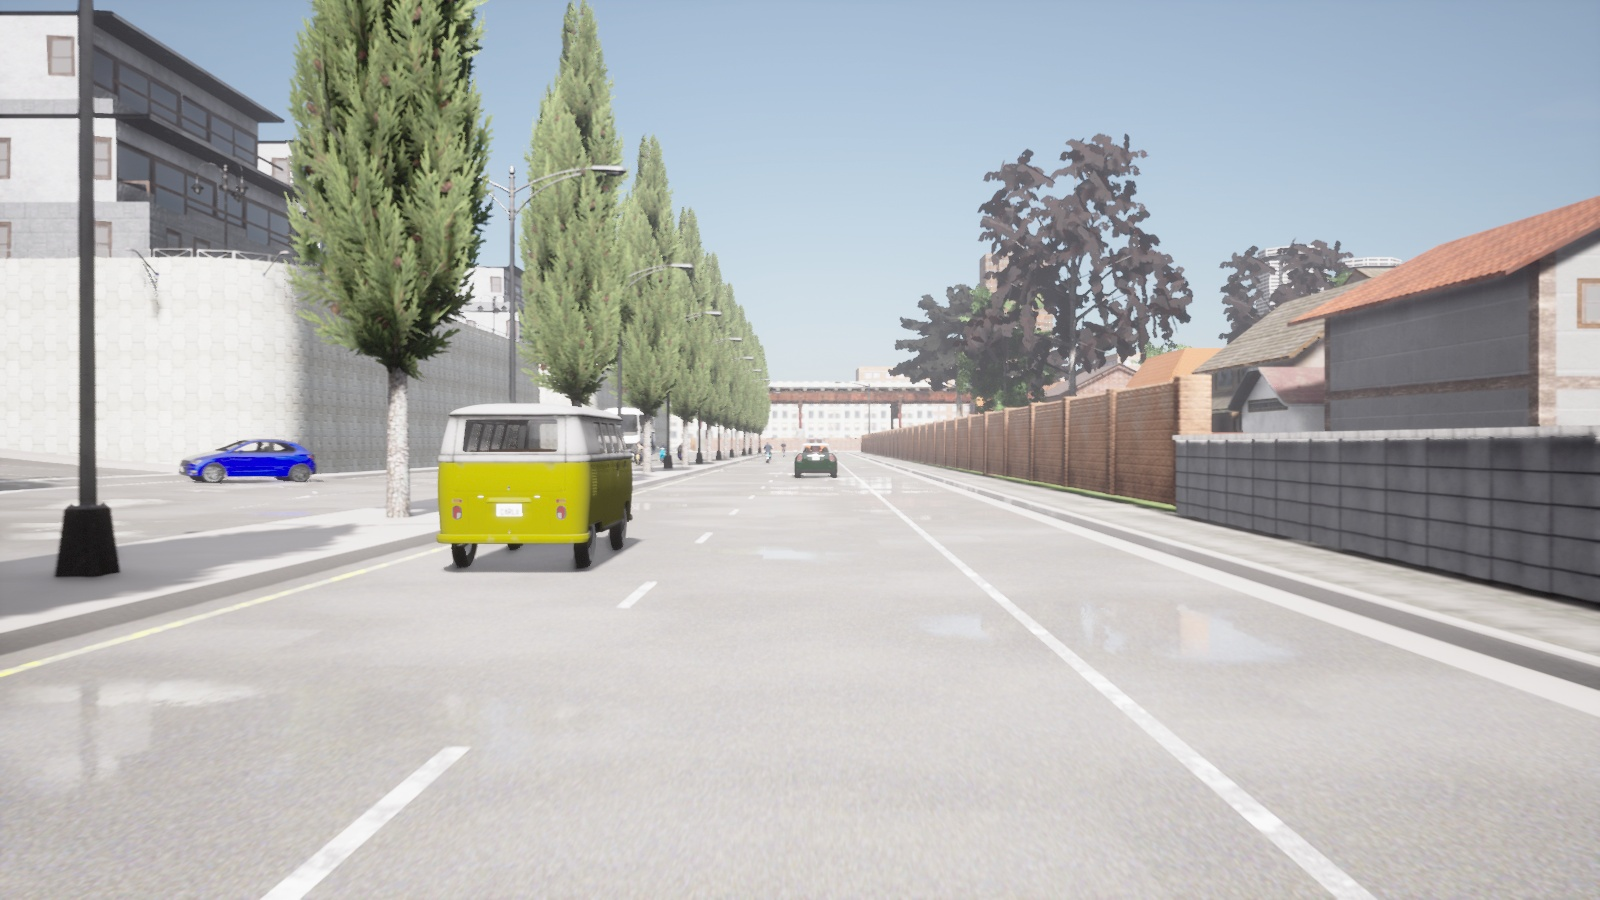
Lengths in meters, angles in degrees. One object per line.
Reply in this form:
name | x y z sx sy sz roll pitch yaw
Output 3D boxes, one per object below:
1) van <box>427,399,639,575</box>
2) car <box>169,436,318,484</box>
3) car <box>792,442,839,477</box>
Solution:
van | -3.292 0.404 16.365 1.775 1.987 4.442 0 0 1
car | -18.604 0.329 42.063 4.193 1.474 1.816 1 1 -40
car | 0.681 0.402 55.068 1.970 1.475 3.806 0 0 1
